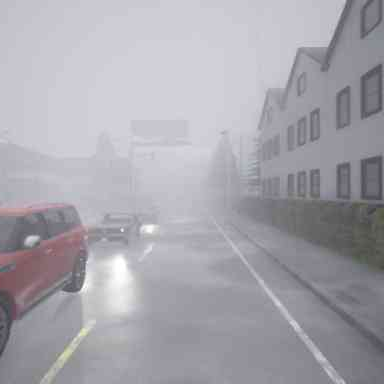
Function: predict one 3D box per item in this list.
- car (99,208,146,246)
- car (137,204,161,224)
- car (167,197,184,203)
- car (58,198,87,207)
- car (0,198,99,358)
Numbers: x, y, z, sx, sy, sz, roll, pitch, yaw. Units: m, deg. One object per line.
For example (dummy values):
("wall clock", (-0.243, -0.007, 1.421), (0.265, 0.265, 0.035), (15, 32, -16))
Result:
("car", (-3.590, 1.660, 15.827), (1.895, 1.301, 4.718), (0, 0, 0))
("car", (-3.547, 1.660, 25.790), (1.994, 1.385, 4.181), (0, 0, 1))
("car", (-3.979, 1.817, 80.750), (4.181, 1.385, 1.994), (-2, -1, 28))
("car", (-22.154, 1.900, 62.027), (4.611, 1.667, 2.242), (0, 0, 0))
("car", (-3.597, 1.245, 6.027), (2.150, 2.045, 5.566), (0, 0, 0))
